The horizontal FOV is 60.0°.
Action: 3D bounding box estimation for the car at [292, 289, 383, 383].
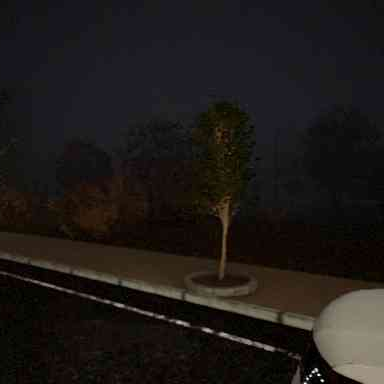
[{"bbox_3d":[3.261,1.227,1.359,5.566,2.045,2.150,0,0,35],"label":"car"}]
